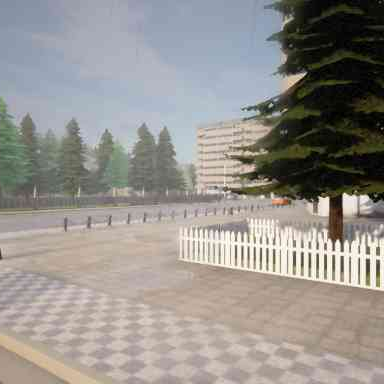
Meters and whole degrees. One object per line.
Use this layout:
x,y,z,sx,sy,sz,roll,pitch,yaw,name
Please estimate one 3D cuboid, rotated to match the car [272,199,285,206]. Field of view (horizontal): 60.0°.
15.370,1.352,56.721,2.097,1.767,4.553,0,0,36,car
